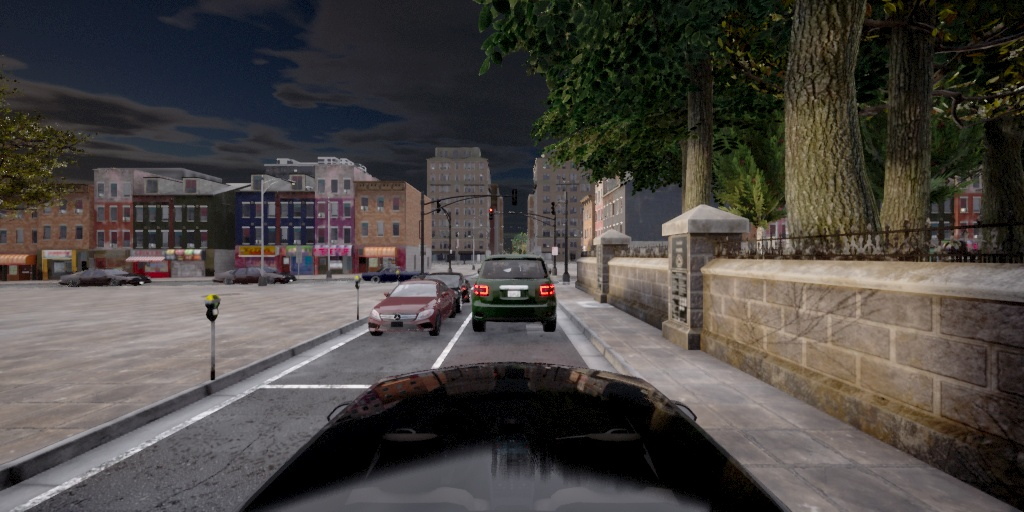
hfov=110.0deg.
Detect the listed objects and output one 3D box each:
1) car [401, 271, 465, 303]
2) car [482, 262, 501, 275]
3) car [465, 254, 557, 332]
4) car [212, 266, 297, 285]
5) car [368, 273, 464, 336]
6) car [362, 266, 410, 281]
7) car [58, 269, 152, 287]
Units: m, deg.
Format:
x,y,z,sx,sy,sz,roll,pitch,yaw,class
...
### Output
x,y,z,sx,sy,sz,roll,pitch,yaw,class
-2.638,1.315,13.981,1.948,1.339,4.313,0,0,0,car
-2.280,1.342,40.767,1.895,1.301,4.718,0,0,0,car
0.076,0.971,10.997,2.150,2.045,5.566,0,0,1,car
-19.207,1.493,26.863,5.357,1.411,2.033,-1,0,0,car
-2.638,1.331,10.318,1.802,1.307,4.207,0,0,0,car
-8.557,1.426,26.899,4.718,1.301,1.895,-1,0,0,car
-30.382,1.655,26.827,5.357,1.411,2.033,-1,0,0,car
